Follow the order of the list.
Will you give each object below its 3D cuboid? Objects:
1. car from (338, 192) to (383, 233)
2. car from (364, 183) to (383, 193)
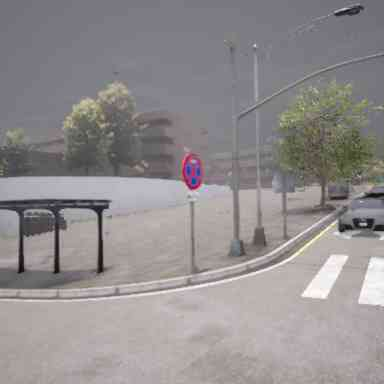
[{"bbox_3d":[7.901,0.977,14.985,1.994,1.385,4.181,-2,2,33],"label":"car"},{"bbox_3d":[13.213,0.352,23.345,1.994,1.385,4.181,-2,2,33],"label":"car"}]
